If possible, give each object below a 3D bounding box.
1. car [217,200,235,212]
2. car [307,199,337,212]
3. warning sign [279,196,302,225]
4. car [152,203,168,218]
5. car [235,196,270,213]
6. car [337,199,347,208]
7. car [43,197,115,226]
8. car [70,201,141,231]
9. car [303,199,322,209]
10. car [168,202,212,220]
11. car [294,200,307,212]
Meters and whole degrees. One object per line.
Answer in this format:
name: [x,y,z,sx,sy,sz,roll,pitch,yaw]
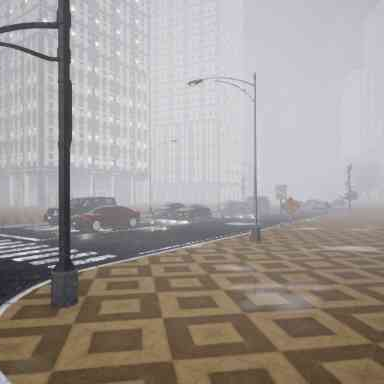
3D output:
car: [5.011,1.780,42.901,2.128,1.511,4.902,0,0,34]
car: [16.664,1.829,42.506,2.033,1.411,5.357,0,0,32]
warning sign: [6.811,1.251,22.975,1.300,1.860,1.060,0,0,34]
car: [-1.965,1.737,32.649,1.812,1.442,4.674,0,-1,34]
car: [7.894,1.500,41.345,2.150,2.045,5.566,0,-1,34]
car: [24.205,1.839,54.742,1.882,1.535,5.008,0,0,31]
car: [-7.805,1.366,24.119,2.150,2.045,5.566,0,-1,34]
car: [-5.531,1.603,21.687,1.882,1.535,5.008,0,-1,34]
car: [19.159,1.858,52.751,1.837,1.490,4.892,0,0,31]
car: [0.124,1.754,29.954,1.994,1.385,4.181,0,-1,34]
car: [13.892,1.822,44.316,1.812,1.442,4.674,0,-1,34]
